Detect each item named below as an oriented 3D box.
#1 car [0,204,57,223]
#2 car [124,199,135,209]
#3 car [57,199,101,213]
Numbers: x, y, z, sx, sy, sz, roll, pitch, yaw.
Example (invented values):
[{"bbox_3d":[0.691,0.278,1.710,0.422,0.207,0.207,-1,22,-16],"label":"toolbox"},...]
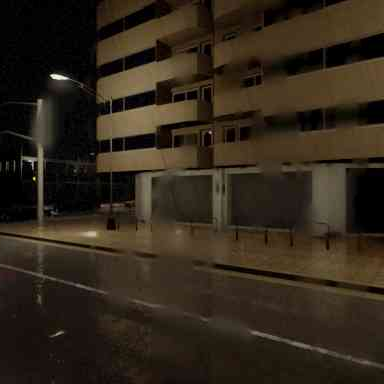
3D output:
[{"bbox_3d":[-13.230,1.601,25.367,1.895,1.301,4.718,0,0,36],"label":"car"},{"bbox_3d":[-7.097,1.478,45.900,1.882,1.535,5.008,0,0,36],"label":"car"},{"bbox_3d":[-12.963,1.547,37.900,2.033,1.411,5.357,0,0,37],"label":"car"}]
